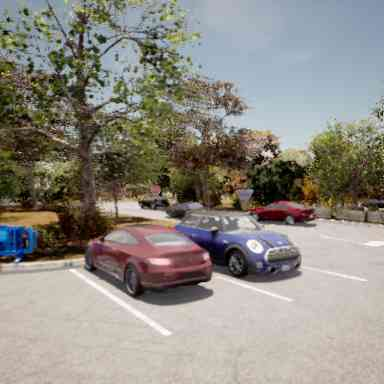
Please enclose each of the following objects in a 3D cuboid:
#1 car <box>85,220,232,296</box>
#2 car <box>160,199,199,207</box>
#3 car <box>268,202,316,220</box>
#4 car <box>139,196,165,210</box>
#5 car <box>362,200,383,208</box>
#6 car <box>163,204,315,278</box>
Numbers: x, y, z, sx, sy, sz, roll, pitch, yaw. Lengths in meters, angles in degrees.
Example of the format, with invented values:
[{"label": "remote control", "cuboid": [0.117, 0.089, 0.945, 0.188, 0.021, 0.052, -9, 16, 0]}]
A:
[{"label": "car", "cuboid": [-1.334, 1.564, 8.823, 2.002, 1.452, 4.674, 1, 0, -35]}, {"label": "car", "cuboid": [-0.175, 1.556, 27.564, 2.033, 1.411, 5.357, -2, 2, -35]}, {"label": "car", "cuboid": [6.398, 1.446, 23.944, 1.882, 1.535, 5.008, -3, 2, -38]}, {"label": "car", "cuboid": [-4.531, 1.234, 39.079, 2.128, 1.511, 4.902, -2, 2, -36]}, {"label": "car", "cuboid": [29.787, 1.824, 52.501, 2.033, 1.411, 5.357, -2, 3, -35]}, {"label": "car", "cuboid": [1.223, 1.434, 10.701, 2.185, 1.767, 4.553, 1, 0, -35]}]
